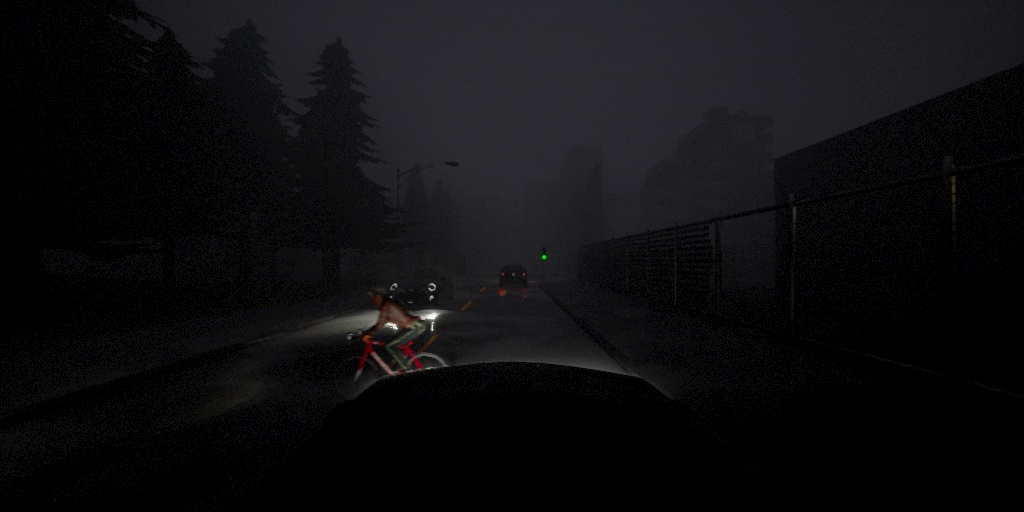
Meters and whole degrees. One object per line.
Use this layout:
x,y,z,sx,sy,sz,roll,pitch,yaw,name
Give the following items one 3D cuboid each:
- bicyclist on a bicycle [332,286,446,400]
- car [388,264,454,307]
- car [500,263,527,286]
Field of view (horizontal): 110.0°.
-1.703,1.244,5.010,1.656,1.620,0.582,-2,-1,0,bicyclist on a bicycle
-4.050,1.290,16.573,2.097,1.767,4.553,0,-1,0,car
0.116,1.446,28.782,2.097,1.767,4.553,0,-1,0,car
